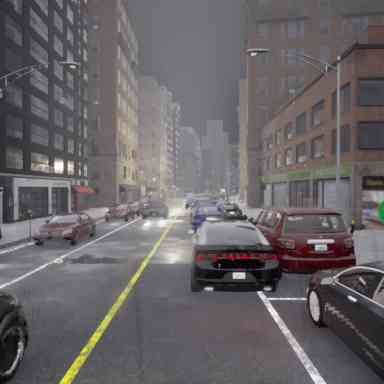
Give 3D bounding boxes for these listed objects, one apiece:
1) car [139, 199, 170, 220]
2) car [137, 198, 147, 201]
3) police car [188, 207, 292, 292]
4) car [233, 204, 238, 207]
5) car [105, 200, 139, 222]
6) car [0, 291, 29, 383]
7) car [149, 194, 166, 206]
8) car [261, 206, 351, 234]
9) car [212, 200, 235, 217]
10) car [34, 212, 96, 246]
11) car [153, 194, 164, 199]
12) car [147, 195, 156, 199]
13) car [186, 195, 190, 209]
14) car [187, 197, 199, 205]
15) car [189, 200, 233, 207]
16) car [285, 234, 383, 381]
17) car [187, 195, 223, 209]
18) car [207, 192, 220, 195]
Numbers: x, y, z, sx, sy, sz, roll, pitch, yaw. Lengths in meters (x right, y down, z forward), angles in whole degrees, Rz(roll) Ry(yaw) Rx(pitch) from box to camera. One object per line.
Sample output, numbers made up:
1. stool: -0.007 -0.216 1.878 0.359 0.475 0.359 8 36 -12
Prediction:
1. car: -2.933 1.555 27.773 1.994 1.385 4.181 0 0 0
2. car: -5.597 1.570 31.803 1.802 1.307 4.206 -1 0 0
3. police car: 0.922 1.423 9.056 1.930 1.638 5.238 0 0 0
4. car: 2.914 1.557 26.287 1.947 1.339 4.313 -1 0 0
5. car: -5.611 1.574 26.295 1.802 1.307 4.206 -1 0 0
6. car: -3.095 1.563 2.587 1.994 1.385 4.181 0 0 0
7. car: -5.546 1.281 53.834 2.192 1.841 5.009 -1 0 0
8. car: 2.872 1.313 9.768 2.192 1.841 5.009 -1 0 0
9. car: 2.928 1.513 31.963 1.752 1.417 4.829 -1 0 0
10. car: -5.637 1.579 15.280 1.802 1.307 4.206 -1 0 0
11. car: -5.560 1.287 48.326 2.192 1.841 5.009 -1 0 0
12. car: -5.585 1.424 37.310 1.967 1.590 4.097 -1 0 0
13. car: 0.136 1.540 44.864 1.994 1.385 4.181 0 0 0
14. car: 0.140 1.562 57.022 1.895 1.301 4.718 0 0 0
15. car: 0.946 1.473 18.947 1.882 1.535 5.008 0 0 0
16. car: 2.861 1.550 4.262 2.008 1.369 4.403 -1 0 0
17. car: 0.900 1.344 24.917 2.097 1.767 4.553 0 0 0
18. car: 5.974 1.452 92.640 1.947 1.339 4.313 0 0 9
